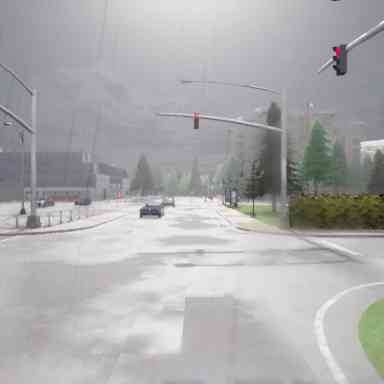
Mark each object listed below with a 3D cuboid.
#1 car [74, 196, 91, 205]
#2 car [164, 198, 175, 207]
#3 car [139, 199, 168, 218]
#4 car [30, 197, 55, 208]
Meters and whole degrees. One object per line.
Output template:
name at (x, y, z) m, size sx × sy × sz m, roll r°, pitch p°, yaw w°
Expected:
car at (-17.425, 1.374, 53.076) m, size 1.845 × 1.501 × 3.633 m, roll 0°, pitch 0°, yaw 0°
car at (-3.531, 1.564, 49.438) m, size 1.994 × 1.385 × 4.181 m, roll 0°, pitch 0°, yaw 0°
car at (-3.582, 1.601, 30.312) m, size 1.895 × 1.301 × 4.718 m, roll 0°, pitch 0°, yaw 0°
car at (-20.482, 1.384, 45.687) m, size 1.970 × 1.475 × 3.806 m, roll 0°, pitch 0°, yaw 0°
